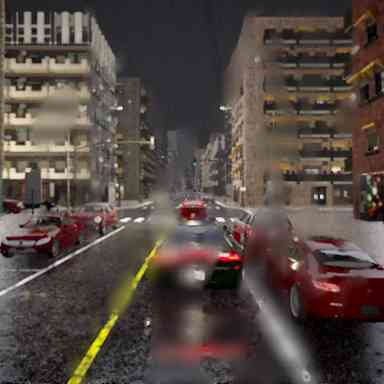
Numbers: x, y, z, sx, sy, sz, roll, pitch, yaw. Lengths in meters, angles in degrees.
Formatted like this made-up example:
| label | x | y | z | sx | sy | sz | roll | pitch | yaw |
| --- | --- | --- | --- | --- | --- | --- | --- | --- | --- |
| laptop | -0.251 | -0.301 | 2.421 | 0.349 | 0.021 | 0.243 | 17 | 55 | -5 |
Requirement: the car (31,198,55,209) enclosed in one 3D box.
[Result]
| label | x | y | z | sx | sy | sz | roll | pitch | yaw |
| --- | --- | --- | --- | --- | --- | --- | --- | --- | --- |
| car | -17.634 | 1.358 | 37.328 | 4.313 | 1.339 | 1.947 | 0 | 0 | 0 |

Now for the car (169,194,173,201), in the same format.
| label | x | y | z | sx | sy | sz | roll | pitch | yaw |
| --- | --- | --- | --- | --- | --- | --- | --- | --- | --- |
| car | -5.324 | 1.118 | 67.328 | 1.752 | 1.417 | 4.829 | 1 | 0 | 0 |

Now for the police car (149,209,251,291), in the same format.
| label | x | y | z | sx | sy | sz | roll | pitch | yaw |
| --- | --- | --- | --- | --- | --- | --- | --- | --- | --- |
| police car | 0.093 | 1.450 | 8.925 | 2.038 | 1.542 | 4.974 | 0 | 0 | 0 |

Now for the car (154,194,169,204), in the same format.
| label | x | y | z | sx | sy | sz | roll | pitch | yaw |
| --- | --- | --- | --- | --- | --- | --- | --- | --- | --- |
| car | -5.321 | 1.187 | 55.986 | 1.752 | 1.417 | 4.829 | 1 | 0 | 0 |

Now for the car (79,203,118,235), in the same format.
| label | x | y | z | sx | sy | sz | roll | pitch | yaw |
| --- | --- | --- | --- | --- | --- | --- | --- | --- | --- |
| car | -5.319 | 1.332 | 17.944 | 1.967 | 1.590 | 4.097 | 1 | 0 | 0 |

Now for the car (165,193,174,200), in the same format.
| label | x | y | z | sx | sy | sz | roll | pitch | yaw |
| --- | --- | --- | --- | --- | --- | --- | --- | --- | --- |
| car | -5.327 | 1.067 | 78.840 | 1.887 | 1.381 | 4.507 | 1 | 0 | 0 |

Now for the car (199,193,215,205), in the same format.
| label | x | y | z | sx | sy | sz | roll | pitch | yaw |
| --- | --- | --- | --- | --- | --- | --- | --- | --- | --- |
| car | 2.560 | 1.246 | 50.518 | 2.008 | 1.369 | 4.403 | 1 | 0 | 0 |

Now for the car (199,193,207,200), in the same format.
| label | x | y | z | sx | sy | sz | roll | pitch | yaw |
| --- | --- | --- | --- | --- | --- | --- | --- | --- | --- |
| car | 2.553 | 1.066 | 78.872 | 1.887 | 1.381 | 4.507 | 1 | 0 | 0 |

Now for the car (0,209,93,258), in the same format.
| label | x | y | z | sx | sy | sz | roll | pitch | yaw |
| --- | --- | --- | --- | --- | --- | --- | --- | --- | --- |
| car | -5.316 | 1.507 | 12.395 | 1.802 | 1.307 | 4.206 | 1 | 0 | 0 |

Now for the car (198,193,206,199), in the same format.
| label | x | y | z | sx | sy | sz | roll | pitch | yaw |
| --- | --- | --- | --- | --- | --- | --- | --- | --- | --- |
| car | 2.551 | 1.038 | 84.543 | 2.008 | 1.369 | 4.403 | 1 | 0 | 0 |

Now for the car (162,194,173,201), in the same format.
| label | x | y | z | sx | sy | sz | roll | pitch | yaw |
| --- | --- | --- | --- | --- | --- | --- | --- | --- | --- |
| car | -5.326 | 1.123 | 73.169 | 1.947 | 1.339 | 4.313 | 1 | 0 | 0 |

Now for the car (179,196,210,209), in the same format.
| label | x | y | z | sx | sy | sz | roll | pitch | yaw |
| --- | --- | --- | --- | --- | --- | --- | --- | --- | --- |
| car | 0.079 | 1.330 | 24.453 | 1.882 | 1.535 | 5.008 | 0 | 1 | 0 |

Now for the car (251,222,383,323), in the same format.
| label | x | y | z | sx | sy | sz | roll | pitch | yaw |
| --- | --- | --- | --- | --- | --- | --- | --- | --- | --- |
| car | 2.571 | 1.540 | 6.870 | 1.802 | 1.307 | 4.206 | 1 | 0 | 0 |

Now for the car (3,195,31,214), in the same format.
| label | x | y | z | sx | sy | sz | roll | pitch | yaw |
| --- | --- | --- | --- | --- | --- | --- | --- | --- | --- |
| car | -17.571 | 1.058 | 29.450 | 5.009 | 1.841 | 2.192 | 0 | 0 | 0 |

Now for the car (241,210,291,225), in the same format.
| label | x | y | z | sx | sy | sz | roll | pitch | yaw |
| --- | --- | --- | --- | --- | --- | --- | --- | --- | --- |
| car | 2.571 | 1.365 | 12.419 | 1.967 | 1.590 | 4.097 | 1 | 0 | 0 |
